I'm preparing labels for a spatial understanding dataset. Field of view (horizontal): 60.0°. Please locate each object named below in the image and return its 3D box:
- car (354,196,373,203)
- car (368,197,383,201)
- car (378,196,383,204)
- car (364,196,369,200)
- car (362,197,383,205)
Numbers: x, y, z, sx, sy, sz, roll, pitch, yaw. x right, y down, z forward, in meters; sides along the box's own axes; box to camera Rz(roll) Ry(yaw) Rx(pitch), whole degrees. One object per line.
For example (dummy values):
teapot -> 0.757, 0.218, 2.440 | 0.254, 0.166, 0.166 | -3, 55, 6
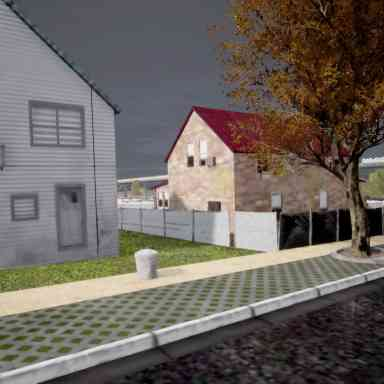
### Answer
car -> 38.574, 1.585, 74.944 | 1.837, 1.490, 4.892 | -2, 0, 0
car -> 28.515, 1.803, 48.986 | 1.882, 1.535, 5.008 | -2, 0, 1
car -> 38.487, 1.625, 64.518 | 2.128, 1.511, 4.902 | -2, 0, 0
car -> 31.991, 1.684, 65.257 | 2.097, 1.767, 4.553 | -2, 0, 0
car -> 35.241, 1.740, 64.551 | 2.128, 1.511, 4.902 | -2, 0, 0
